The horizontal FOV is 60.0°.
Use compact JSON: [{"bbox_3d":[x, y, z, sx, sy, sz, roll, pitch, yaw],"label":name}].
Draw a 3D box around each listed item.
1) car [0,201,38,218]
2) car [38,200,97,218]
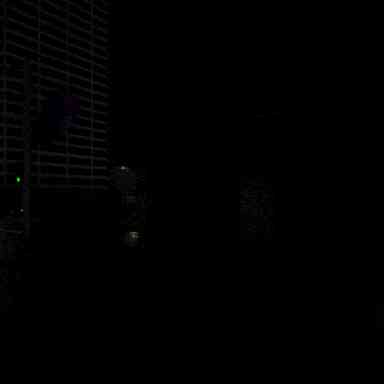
[{"bbox_3d":[-15.521,1.547,30.663,2.033,1.411,5.357,0,0,35],"label":"car"},{"bbox_3d":[-11.149,1.478,30.782,1.882,1.535,5.008,0,0,35],"label":"car"}]
